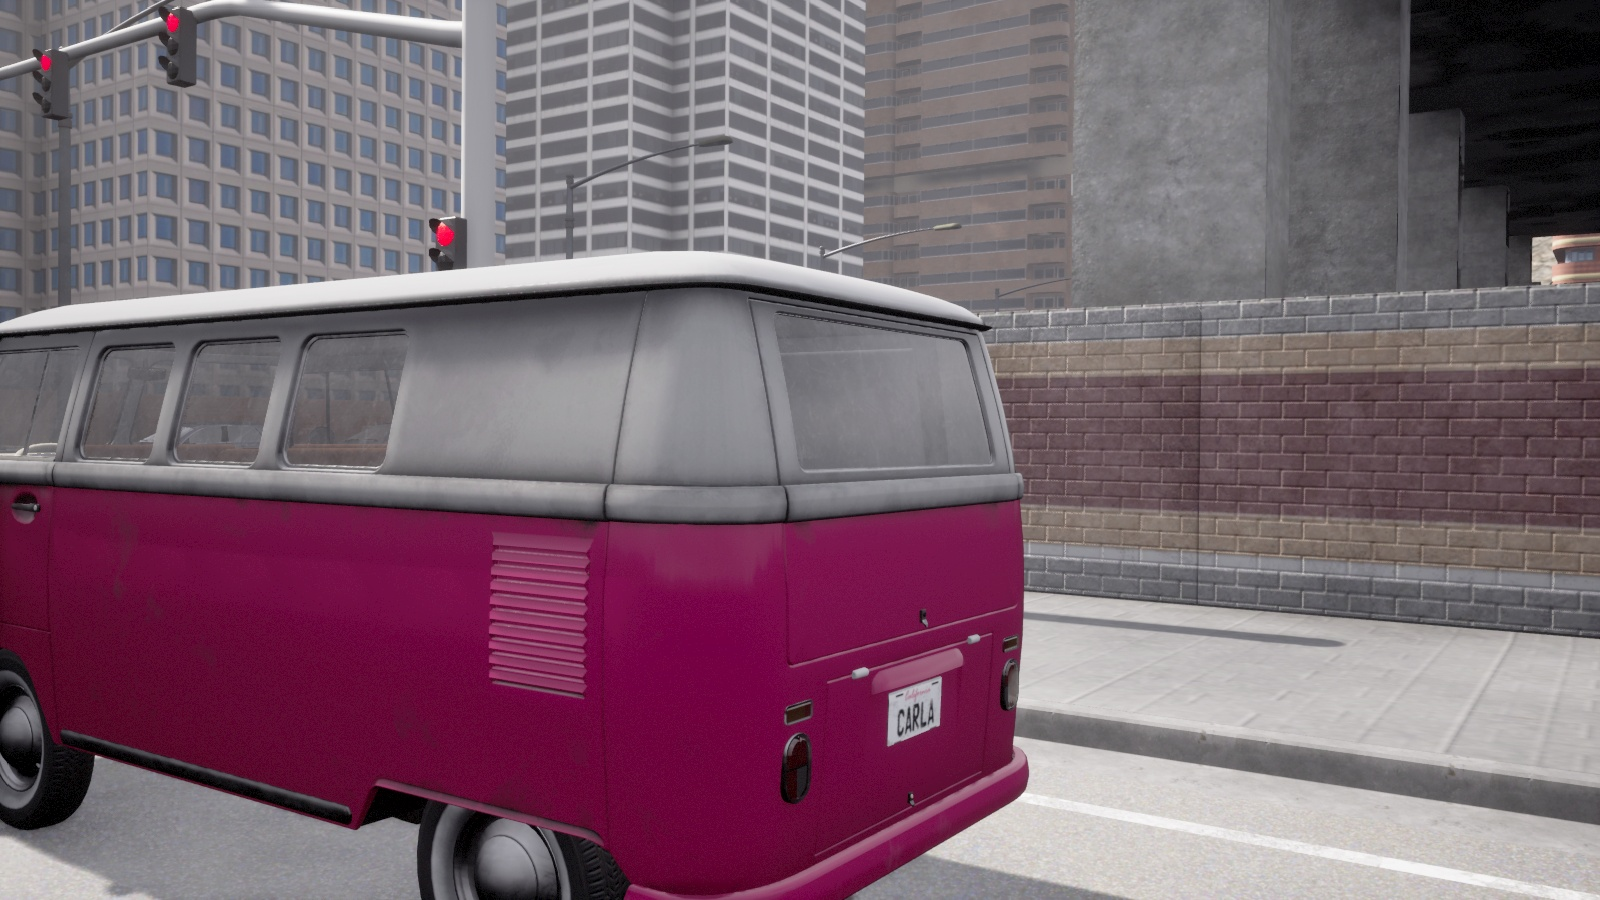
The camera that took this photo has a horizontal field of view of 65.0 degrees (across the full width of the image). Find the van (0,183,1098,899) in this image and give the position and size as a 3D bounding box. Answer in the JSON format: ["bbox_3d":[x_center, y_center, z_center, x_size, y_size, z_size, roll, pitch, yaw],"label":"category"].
[{"bbox_3d":[-1.387,0.435,4.539,4.442,1.987,1.775,0,1,34],"label":"van"}]

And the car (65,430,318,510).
[{"bbox_3d":[-13.873,0.392,28.947,2.033,1.649,4.856,0,1,34],"label":"car"}]
